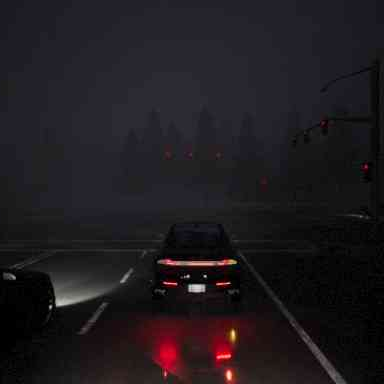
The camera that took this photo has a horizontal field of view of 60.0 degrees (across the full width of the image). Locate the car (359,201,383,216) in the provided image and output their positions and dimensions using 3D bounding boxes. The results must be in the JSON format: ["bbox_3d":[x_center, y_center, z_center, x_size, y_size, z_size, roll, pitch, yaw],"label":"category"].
[{"bbox_3d":[18.703,1.492,31.193,5.357,1.411,2.033,0,0,0],"label":"car"}]

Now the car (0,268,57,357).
[{"bbox_3d":[-3.403,1.564,4.249,1.994,1.385,4.181,0,0,0],"label":"car"}]

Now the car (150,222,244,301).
[{"bbox_3d":[0.124,1.492,8.315,2.128,1.511,4.902,0,0,1],"label":"car"}]
